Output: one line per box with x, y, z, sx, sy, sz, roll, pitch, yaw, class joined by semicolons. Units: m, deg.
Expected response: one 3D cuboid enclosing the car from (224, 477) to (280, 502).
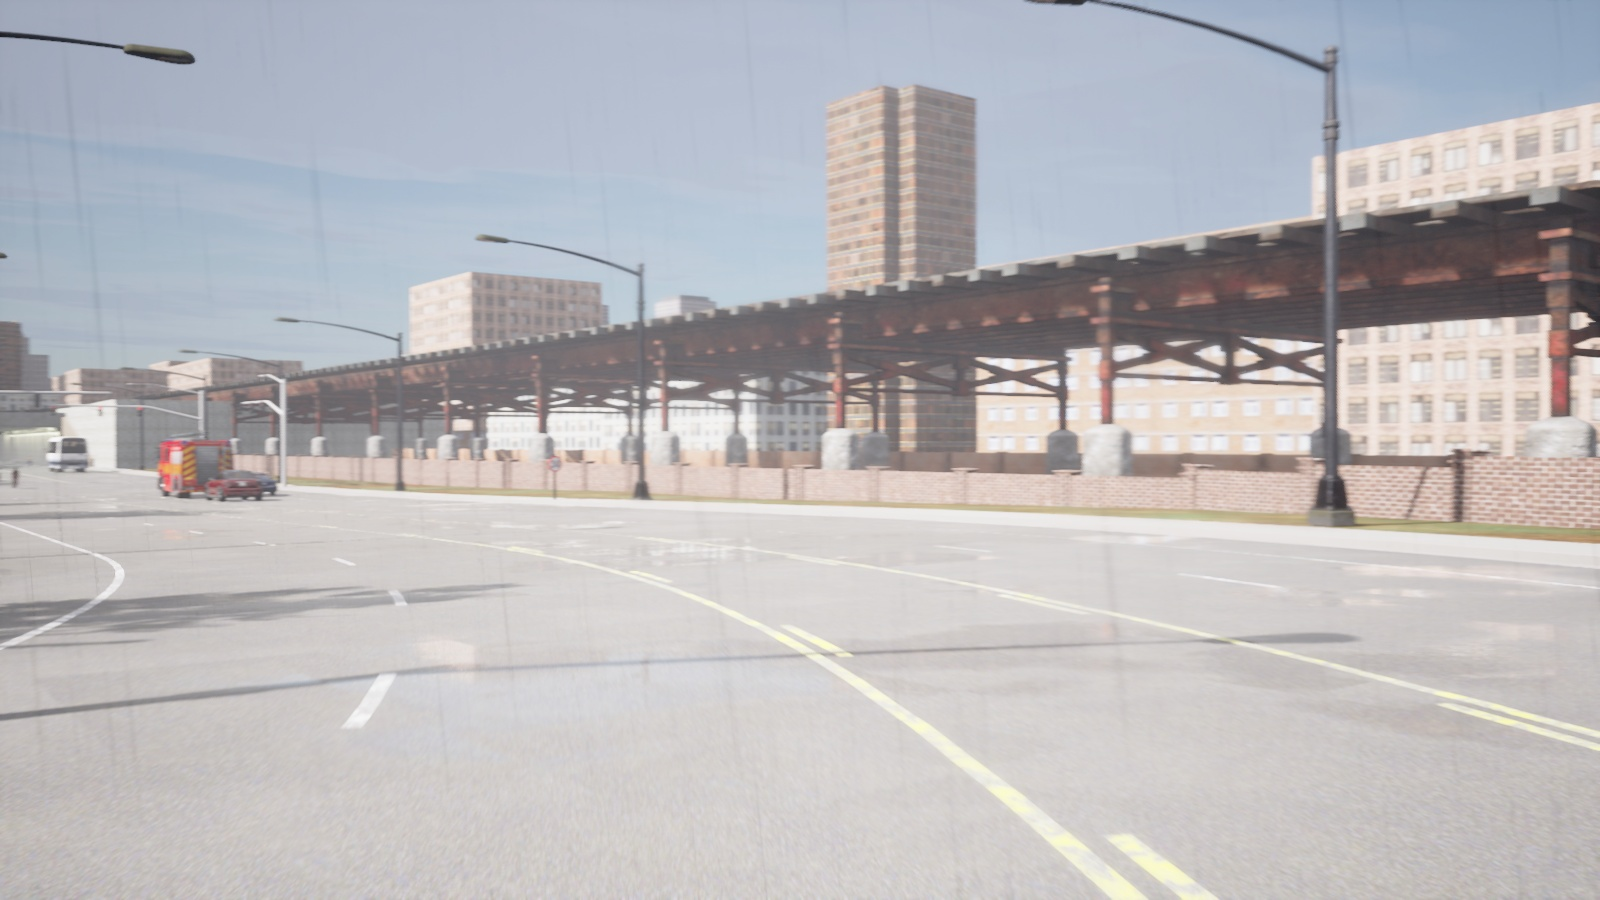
-34.226;2.422;78.355;2.033;1.411;5.357;-1;0;-37;car

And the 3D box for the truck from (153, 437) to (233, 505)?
-36.720;1.244;75.766;2.891;3.827;8.468;-1;0;-35;truck

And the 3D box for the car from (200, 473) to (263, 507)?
-30.770;2.133;67.899;2.097;1.767;4.553;-1;0;-37;car
